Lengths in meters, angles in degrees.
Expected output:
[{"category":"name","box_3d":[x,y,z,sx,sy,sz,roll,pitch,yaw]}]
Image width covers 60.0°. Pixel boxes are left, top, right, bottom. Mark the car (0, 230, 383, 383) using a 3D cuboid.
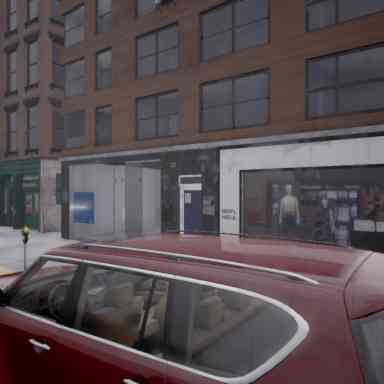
[{"category":"car","box_3d":[-0.490,1.315,3.164,5.009,1.841,2.192,0,0,36]}]
